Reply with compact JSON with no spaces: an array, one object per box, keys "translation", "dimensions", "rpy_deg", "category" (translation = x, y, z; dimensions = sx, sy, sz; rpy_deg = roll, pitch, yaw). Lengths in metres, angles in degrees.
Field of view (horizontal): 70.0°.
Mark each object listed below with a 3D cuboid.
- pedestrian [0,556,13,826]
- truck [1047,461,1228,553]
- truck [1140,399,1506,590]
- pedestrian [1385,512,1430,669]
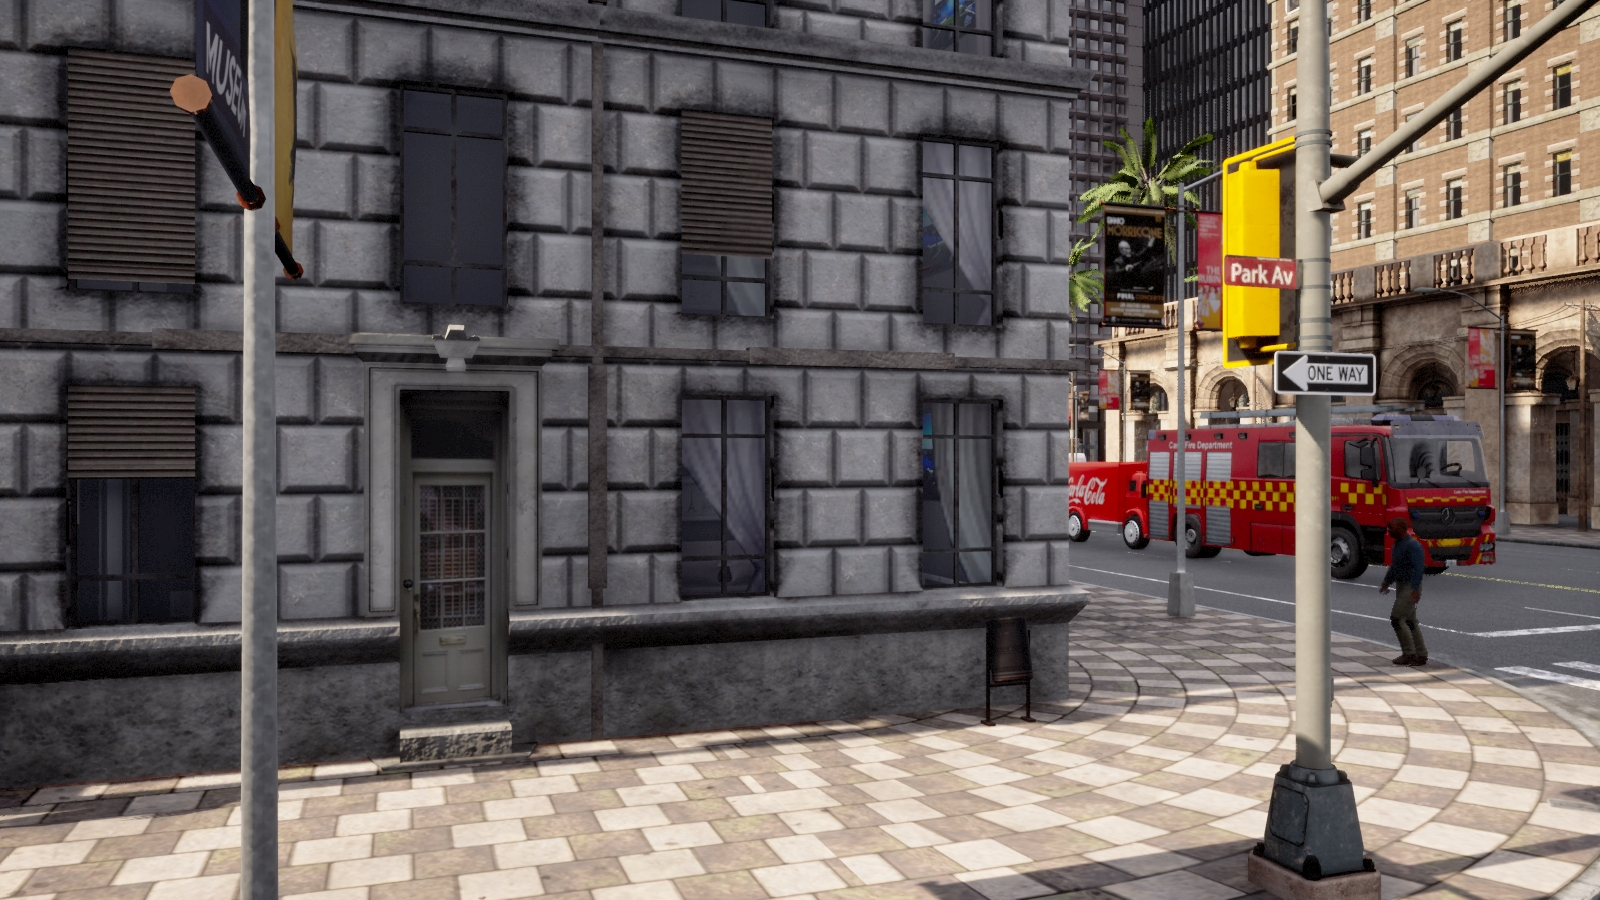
[{"translation":[-5.818,1.696,8.052],"dimensions":[0.375,1.860,0.375],"rpy_deg":[0,0,-21],"category":"pedestrian"},{"translation":[9.884,1.568,34.016],"dimensions":[2.627,2.467,5.204],"rpy_deg":[0,0,-19],"category":"truck"},{"translation":[11.966,0.892,27.385],"dimensions":[2.891,3.827,8.468],"rpy_deg":[0,0,-19],"category":"truck"},{"translation":[7.381,1.699,13.899],"dimensions":[0.375,1.860,0.375],"rpy_deg":[0,0,8],"category":"pedestrian"}]
